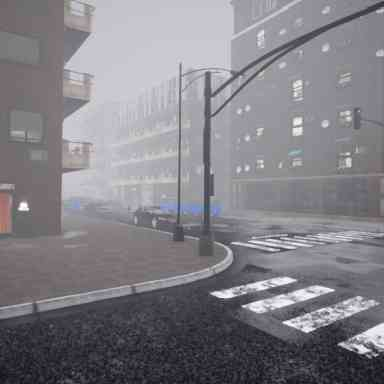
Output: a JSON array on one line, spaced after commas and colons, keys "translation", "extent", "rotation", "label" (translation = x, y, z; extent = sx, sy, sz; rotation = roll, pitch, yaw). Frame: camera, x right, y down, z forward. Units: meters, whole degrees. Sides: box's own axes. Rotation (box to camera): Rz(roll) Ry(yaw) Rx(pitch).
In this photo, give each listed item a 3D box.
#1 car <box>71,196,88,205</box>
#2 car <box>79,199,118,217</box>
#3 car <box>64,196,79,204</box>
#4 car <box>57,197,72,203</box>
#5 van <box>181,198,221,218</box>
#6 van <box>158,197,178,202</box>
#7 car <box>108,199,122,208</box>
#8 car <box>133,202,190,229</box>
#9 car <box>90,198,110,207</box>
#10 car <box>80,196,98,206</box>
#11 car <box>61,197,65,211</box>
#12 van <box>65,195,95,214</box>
[{"translation": [-21.301, 1.606, 62.943], "extent": [1.967, 1.590, 4.097], "rotation": [1, -1, -35], "label": "car"}, {"translation": [-8.727, 1.592, 30.839], "extent": [1.802, 1.307, 4.206], "rotation": [1, -1, -35], "label": "car"}, {"translation": [-24.477, 1.614, 67.548], "extent": [1.967, 1.590, 4.097], "rotation": [1, -1, -35], "label": "car"}, {"translation": [-27.655, 1.727, 72.152], "extent": [1.887, 1.381, 4.507], "rotation": [1, -1, -35], "label": "car"}, {"translation": [0.938, 1.439, 30.710], "extent": [1.690, 1.788, 3.998], "rotation": [1, -1, -35], "label": "van"}, {"translation": [-2.239, 1.450, 35.315], "extent": [1.690, 1.788, 3.998], "rotation": [1, -1, -35], "label": "van"}, {"translation": [-11.771, 1.683, 49.128], "extent": [1.887, 1.381, 4.507], "rotation": [1, -1, -35], "label": "car"}, {"translation": [-2.373, 1.540, 21.629], "extent": [2.008, 1.369, 4.403], "rotation": [1, -1, -35], "label": "car"}, {"translation": [-14.948, 1.730, 53.732], "extent": [1.802, 1.307, 4.206], "rotation": [1, -1, -35], "label": "car"}, {"translation": [-18.124, 1.597, 58.338], "extent": [1.967, 1.590, 4.097], "rotation": [1, -1, -35], "label": "car"}, {"translation": [-15.080, 1.581, 40.048], "extent": [2.008, 1.369, 4.403], "rotation": [1, -1, -35], "label": "car"}, {"translation": [-11.902, 1.361, 35.445], "extent": [1.690, 1.788, 3.998], "rotation": [1, -1, -35], "label": "van"}]
